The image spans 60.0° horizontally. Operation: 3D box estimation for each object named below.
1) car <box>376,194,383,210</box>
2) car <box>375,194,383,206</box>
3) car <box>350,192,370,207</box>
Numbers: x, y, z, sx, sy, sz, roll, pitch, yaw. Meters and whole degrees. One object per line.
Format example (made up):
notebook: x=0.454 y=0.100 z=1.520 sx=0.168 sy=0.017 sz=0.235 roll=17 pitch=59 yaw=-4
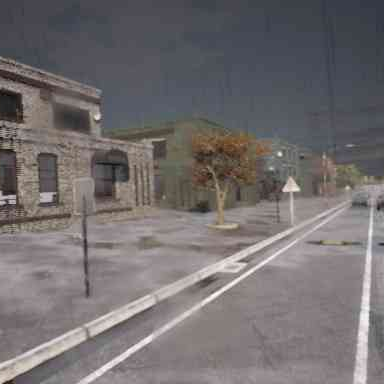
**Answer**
car: x=21.332 y=1.000 z=36.314 sx=2.097 sy=1.767 sz=4.553 roll=-3 pitch=-1 yaw=29
car: x=26.577 y=1.094 z=46.013 sx=2.033 sy=1.411 sz=5.357 roll=-3 pitch=-1 yaw=29
car: x=22.609 y=1.206 z=45.000 sx=1.837 sy=1.490 sz=4.892 roll=-3 pitch=-1 yaw=29
